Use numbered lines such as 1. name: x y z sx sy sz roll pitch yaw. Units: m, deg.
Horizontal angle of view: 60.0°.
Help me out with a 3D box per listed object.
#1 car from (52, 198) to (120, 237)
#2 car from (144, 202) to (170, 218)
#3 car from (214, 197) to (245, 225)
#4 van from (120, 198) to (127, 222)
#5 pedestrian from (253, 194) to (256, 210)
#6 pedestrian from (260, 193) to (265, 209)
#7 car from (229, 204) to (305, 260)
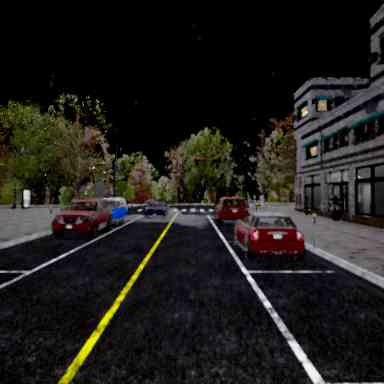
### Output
1. car: -5.689 1.289 17.913 2.192 1.841 5.009 1 0 0
2. car: -3.078 1.554 29.654 1.895 1.301 4.718 0 0 0
3. car: 2.700 1.279 23.473 2.192 1.841 5.009 1 0 0
4. van: -5.706 1.306 23.455 1.690 1.788 3.998 1 0 0
5. pedestrian: 7.109 1.147 37.891 0.375 1.860 0.375 1 -1 0
6. pedestrian: 8.109 0.978 38.494 0.375 1.860 0.375 1 -1 0
7. car: 2.693 1.423 12.388 1.967 1.590 4.097 1 0 0
